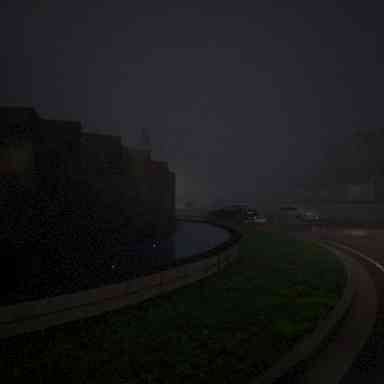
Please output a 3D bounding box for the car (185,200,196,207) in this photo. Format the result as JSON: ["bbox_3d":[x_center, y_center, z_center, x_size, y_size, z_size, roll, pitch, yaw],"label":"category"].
[{"bbox_3d":[-0.283,2.475,69.692,1.812,1.442,4.674,-1,-1,5],"label":"car"}]

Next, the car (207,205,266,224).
[{"bbox_3d":[3.389,1.853,28.189,2.128,1.511,4.902,0,-1,-42],"label":"car"}]

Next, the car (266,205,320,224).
[{"bbox_3d":[8.285,1.842,27.833,1.812,1.442,4.674,0,-1,-41],"label":"car"}]
